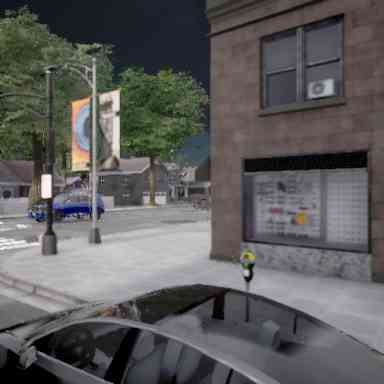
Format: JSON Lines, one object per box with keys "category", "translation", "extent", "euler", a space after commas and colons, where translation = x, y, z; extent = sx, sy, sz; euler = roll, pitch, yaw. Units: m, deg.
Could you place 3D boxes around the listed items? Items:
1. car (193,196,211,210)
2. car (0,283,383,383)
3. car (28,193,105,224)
{"category": "car", "translation": [2.019, 1.318, 40.172], "extent": [1.837, 1.490, 4.892], "euler": [0, 0, 36]}
{"category": "car", "translation": [-0.300, 1.568, 3.024], "extent": [4.313, 1.339, 1.947], "euler": [0, 0, 36]}
{"category": "car", "translation": [-9.077, 1.142, 24.661], "extent": [2.150, 2.045, 5.566], "euler": [0, 0, 36]}
